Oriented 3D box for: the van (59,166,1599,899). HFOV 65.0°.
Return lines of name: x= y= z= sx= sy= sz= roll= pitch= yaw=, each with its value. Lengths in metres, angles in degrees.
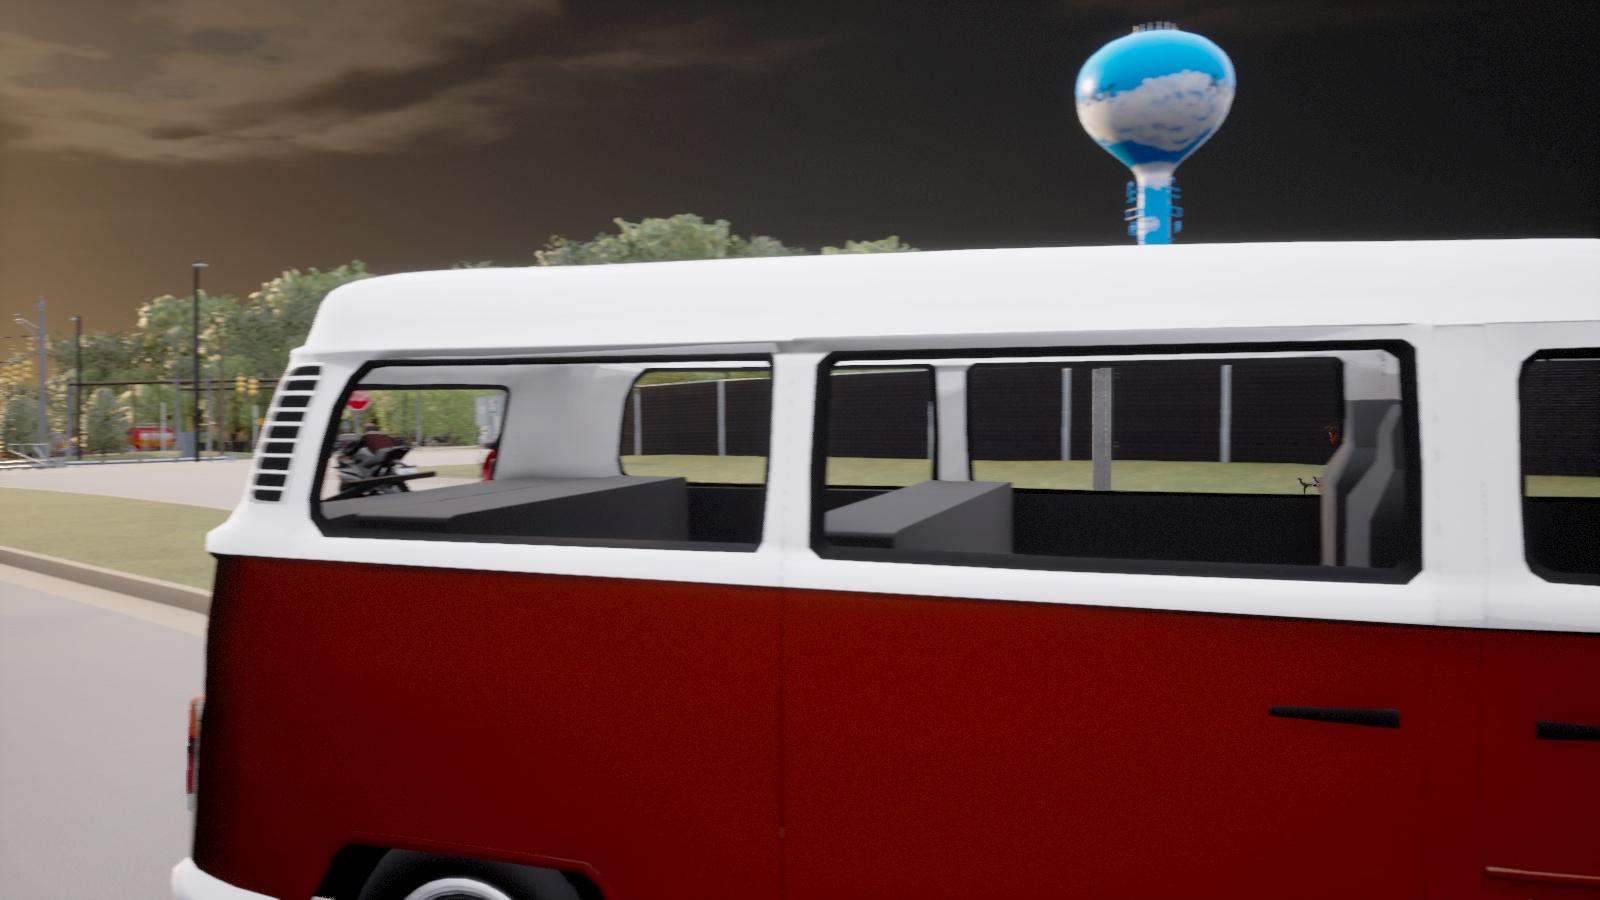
van: x=0.729 y=0.522 z=3.235 sx=4.480 sy=2.038 sz=2.069 roll=1 pitch=3 yaw=19
